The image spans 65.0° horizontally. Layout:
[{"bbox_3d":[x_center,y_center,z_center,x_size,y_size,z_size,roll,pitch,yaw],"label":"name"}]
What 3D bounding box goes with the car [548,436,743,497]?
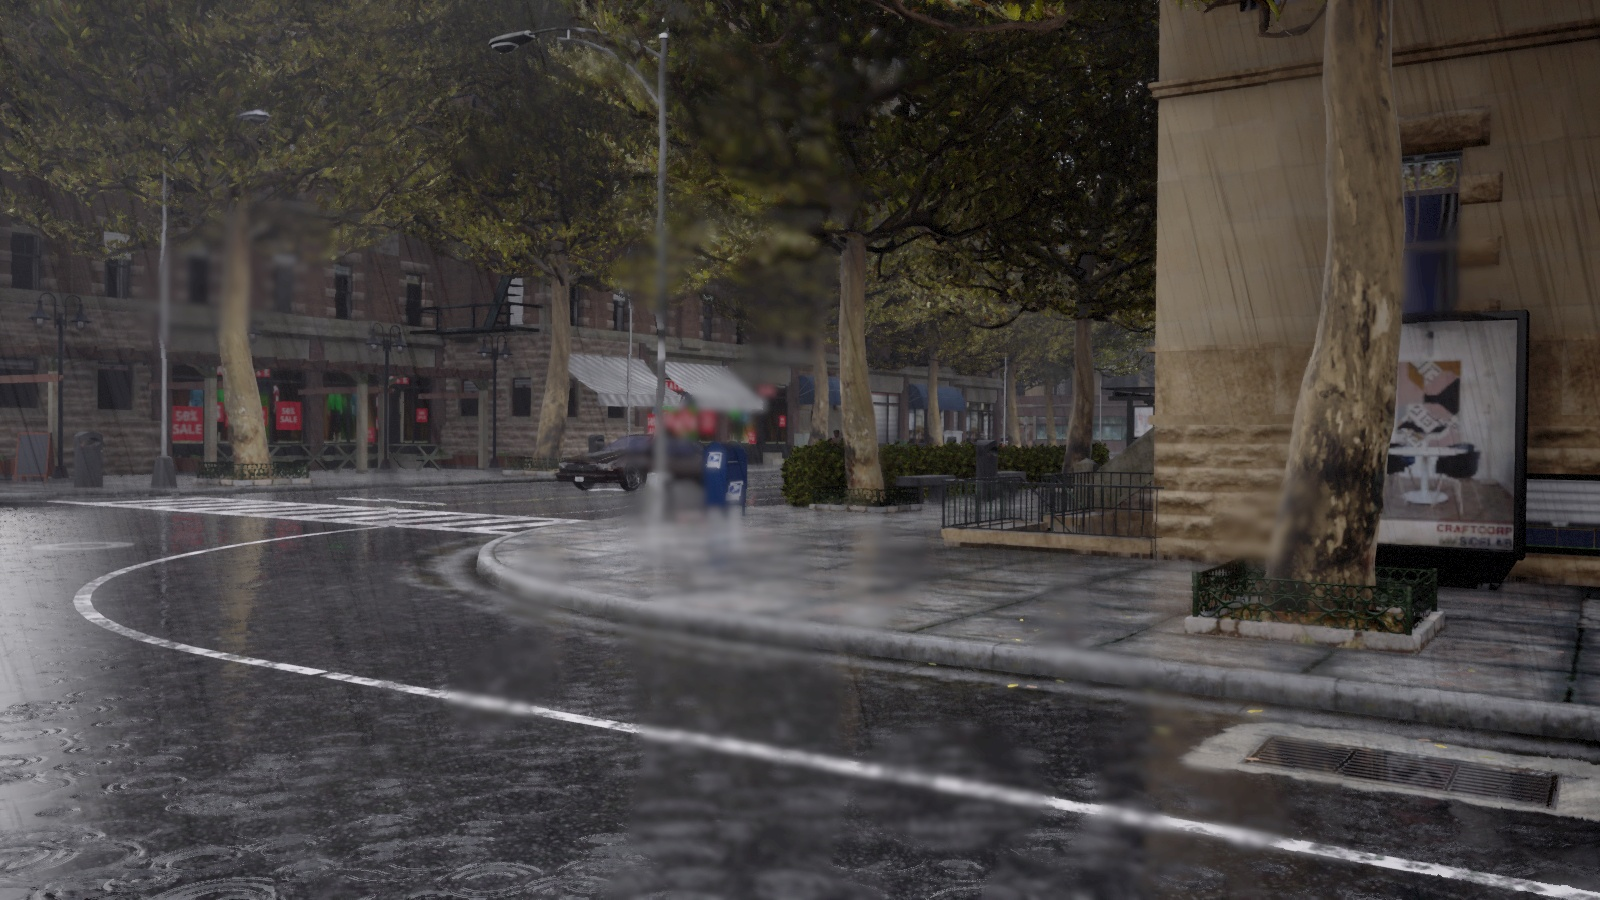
[{"bbox_3d":[-3.879,0.368,32.640,2.033,1.411,5.357,0,1,33],"label":"car"}]
